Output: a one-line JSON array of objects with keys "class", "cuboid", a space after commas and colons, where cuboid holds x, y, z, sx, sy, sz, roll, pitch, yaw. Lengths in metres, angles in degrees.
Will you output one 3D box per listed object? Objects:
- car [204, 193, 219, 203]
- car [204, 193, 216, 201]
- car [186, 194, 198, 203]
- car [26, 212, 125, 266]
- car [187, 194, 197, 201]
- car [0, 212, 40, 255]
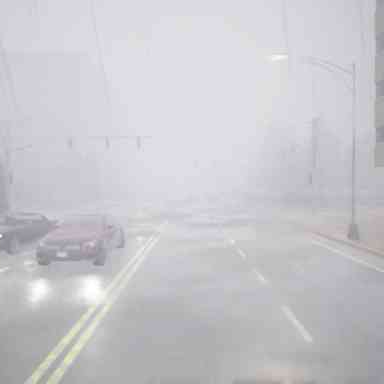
[{"class": "car", "cuboid": [3.502, 1.067, 55.526, 1.837, 1.490, 4.892, 0, 0, 0]}, {"class": "car", "cuboid": [3.503, 0.969, 65.962, 2.128, 1.511, 4.902, 0, 0, 0]}, {"class": "car", "cuboid": [0.002, 1.109, 55.519, 2.033, 1.411, 5.357, 0, 0, 0]}, {"class": "car", "cuboid": [-3.516, 1.435, 11.362, 1.812, 1.442, 4.674, 0, 0, 0]}, {"class": "car", "cuboid": [0.003, 1.081, 65.993, 1.895, 1.301, 4.718, 0, 0, 0]}, {"class": "car", "cuboid": [-7.001, 1.498, 13.040, 1.895, 1.301, 4.718, 0, 0, 0]}]
